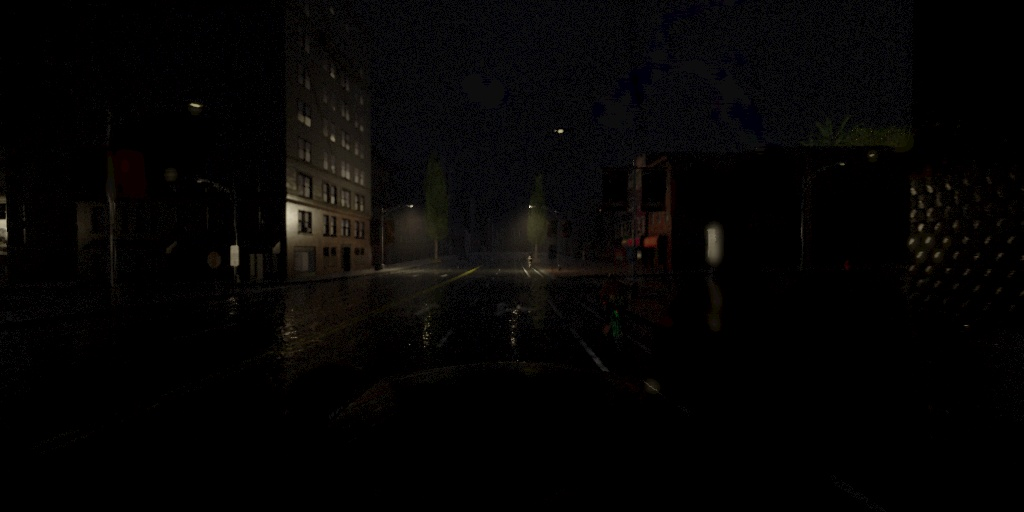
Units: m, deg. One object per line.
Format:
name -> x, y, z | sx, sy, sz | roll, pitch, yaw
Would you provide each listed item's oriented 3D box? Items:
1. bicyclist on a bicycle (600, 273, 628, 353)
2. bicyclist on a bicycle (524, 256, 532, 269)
bicyclist on a bicycle -> 2.253, 1.199, 7.936 | 0.582, 1.620, 1.656 | 0, 0, 0
bicyclist on a bicycle -> 2.262, 0.870, 46.306 | 0.659, 1.776, 1.843 | 0, 1, 0
